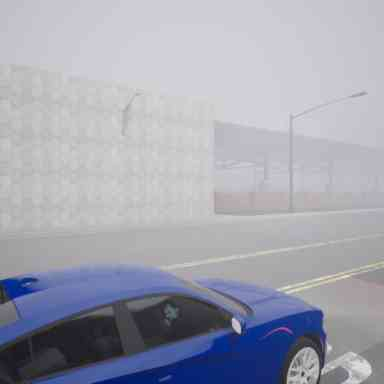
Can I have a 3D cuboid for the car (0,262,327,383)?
[{"bbox_3d":[-0.683,1.477,3.262,5.008,1.535,1.882,0,0,-36],"label":"car"}]
